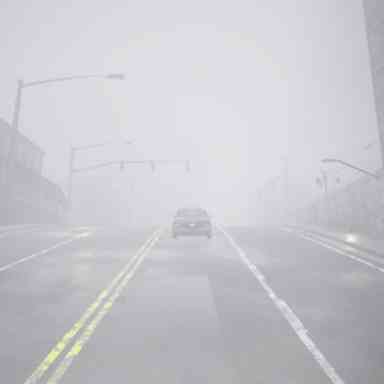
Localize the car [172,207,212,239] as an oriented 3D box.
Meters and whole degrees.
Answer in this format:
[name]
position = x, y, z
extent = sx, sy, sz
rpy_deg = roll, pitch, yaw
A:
[car]
position = 0.000, 1.444, 16.362
extent = 2.033, 1.411, 5.357
rpy_deg = 0, 0, 0
